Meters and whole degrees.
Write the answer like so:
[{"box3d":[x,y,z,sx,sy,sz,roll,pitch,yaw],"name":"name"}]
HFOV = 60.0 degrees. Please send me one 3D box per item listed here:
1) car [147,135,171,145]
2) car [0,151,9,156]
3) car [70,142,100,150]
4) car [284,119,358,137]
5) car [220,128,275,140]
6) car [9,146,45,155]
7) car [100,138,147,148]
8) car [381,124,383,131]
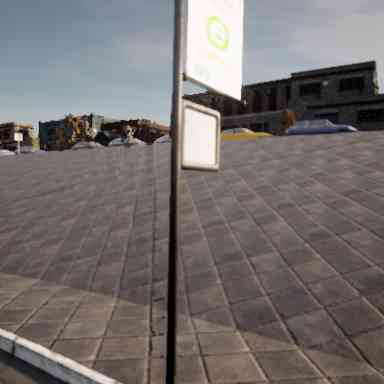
[{"box3d":[-1.036,-4.013,27.446,4.674,1.452,2.002,2,1,33],"name":"car"},{"box3d":[-23.833,-4.604,42.819,4.674,1.452,2.002,1,1,34],"name":"car"},{"box3d":[-10.250,-4.317,33.571,4.892,1.521,2.231,1,1,34],"name":"car"},{"box3d":[8.430,-3.886,21.703,4.553,1.767,2.185,2,1,31],"name":"car"},{"box3d":[3.676,-3.906,24.519,5.008,1.535,2.097,2,1,32],"name":"car"},{"box3d":[-19.290,-4.662,39.726,4.553,1.767,2.185,1,1,34],"name":"car"},{"box3d":[-5.683,-4.194,30.473,4.892,1.521,2.231,2,1,34],"name":"car"},{"box3d":[13.422,-3.581,18.906,4.792,1.488,2.163,2,1,29],"name":"car"}]
